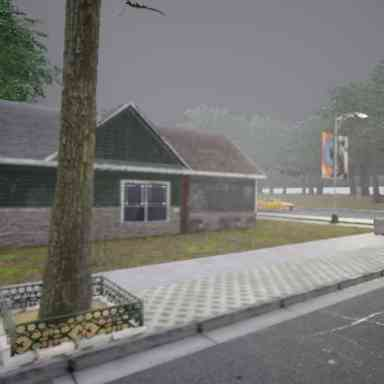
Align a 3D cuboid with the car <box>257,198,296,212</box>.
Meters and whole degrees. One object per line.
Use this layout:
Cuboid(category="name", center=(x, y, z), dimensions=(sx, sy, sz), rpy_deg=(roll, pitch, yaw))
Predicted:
Cuboid(category="car", center=(9.534, 1.461, 38.224), dimensions=(1.882, 1.535, 5.008), rpy_deg=(1, -1, -35))
